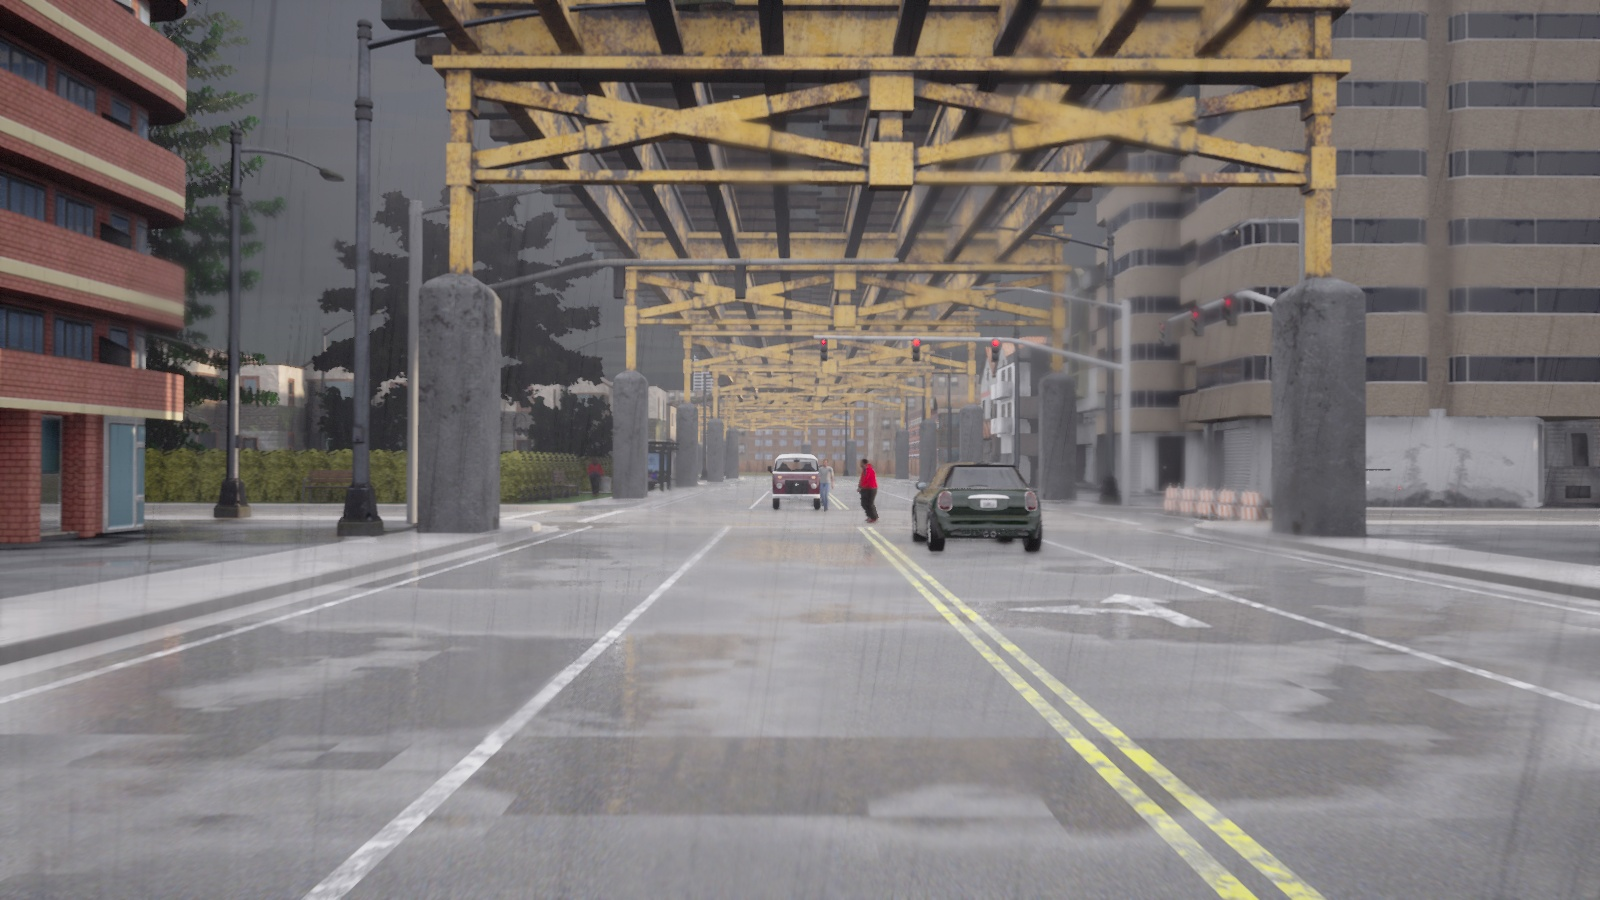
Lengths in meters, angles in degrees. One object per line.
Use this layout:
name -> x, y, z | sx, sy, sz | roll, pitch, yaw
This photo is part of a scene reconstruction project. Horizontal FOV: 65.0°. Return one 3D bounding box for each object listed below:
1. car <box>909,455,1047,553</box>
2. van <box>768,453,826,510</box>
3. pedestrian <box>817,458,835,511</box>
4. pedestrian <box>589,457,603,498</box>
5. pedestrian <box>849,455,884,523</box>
car -> 3.435, 1.004, 25.102 | 2.097, 1.767, 4.553 | 0, -1, 0
van -> -0.121, 1.154, 46.942 | 2.069, 2.038, 4.480 | 0, -1, 0
pedestrian -> 0.907, 1.182, 43.436 | 0.354, 1.836, 0.706 | -1, -1, 27
pedestrian -> -9.233, 1.255, 56.872 | 0.634, 1.844, 0.899 | 0, -1, -9
pedestrian -> 1.846, 1.070, 34.756 | 0.899, 1.844, 0.634 | 0, -1, 9
